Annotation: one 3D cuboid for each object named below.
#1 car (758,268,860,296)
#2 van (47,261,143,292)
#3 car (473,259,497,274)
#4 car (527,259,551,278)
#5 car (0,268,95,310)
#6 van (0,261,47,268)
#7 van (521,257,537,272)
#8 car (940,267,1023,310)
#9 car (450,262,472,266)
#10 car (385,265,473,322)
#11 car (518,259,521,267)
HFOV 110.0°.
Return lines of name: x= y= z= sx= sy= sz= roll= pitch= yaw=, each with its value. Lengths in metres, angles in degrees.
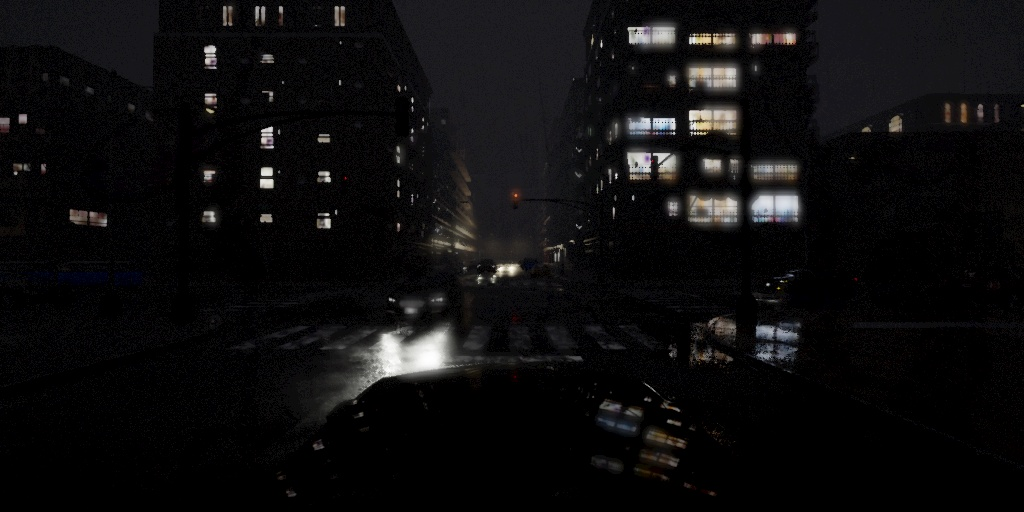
car: x=15.324 y=1.301 z=18.634 sx=4.181 sy=1.385 sz=1.994 roll=0 pitch=-1 yaw=1
van: x=-24.850 y=1.189 z=21.631 sx=3.998 sy=1.789 sz=1.690 roll=0 pitch=0 yaw=1
car: x=-2.832 y=1.115 z=40.810 sx=2.097 sy=1.767 sz=4.553 roll=0 pitch=0 yaw=0
car: x=2.628 y=1.287 z=33.594 sx=1.751 sy=1.417 sz=4.829 roll=0 pitch=0 yaw=0
car: x=-19.362 y=1.289 z=13.677 sx=4.403 sy=1.370 sz=2.007 roll=0 pitch=0 yaw=1
van: x=-30.444 y=1.200 z=21.706 sx=3.998 sy=1.789 sz=1.690 roll=0 pitch=0 yaw=1
van: x=2.502 y=1.116 z=47.427 sx=1.690 sy=1.789 sz=3.998 roll=0 pitch=0 yaw=0
car: x=18.665 y=1.102 z=13.164 sx=4.097 sy=1.591 sz=1.967 roll=0 pitch=0 yaw=1
car: x=-5.516 y=1.315 z=36.033 sx=2.007 sy=1.370 sz=4.403 roll=0 pitch=0 yaw=0
car: x=-2.772 y=1.245 z=12.308 sx=2.128 sy=1.511 sz=4.902 roll=0 pitch=0 yaw=0
car: x=2.458 y=1.096 z=53.081 sx=2.192 sy=1.841 sz=5.009 roll=0 pitch=0 yaw=0
